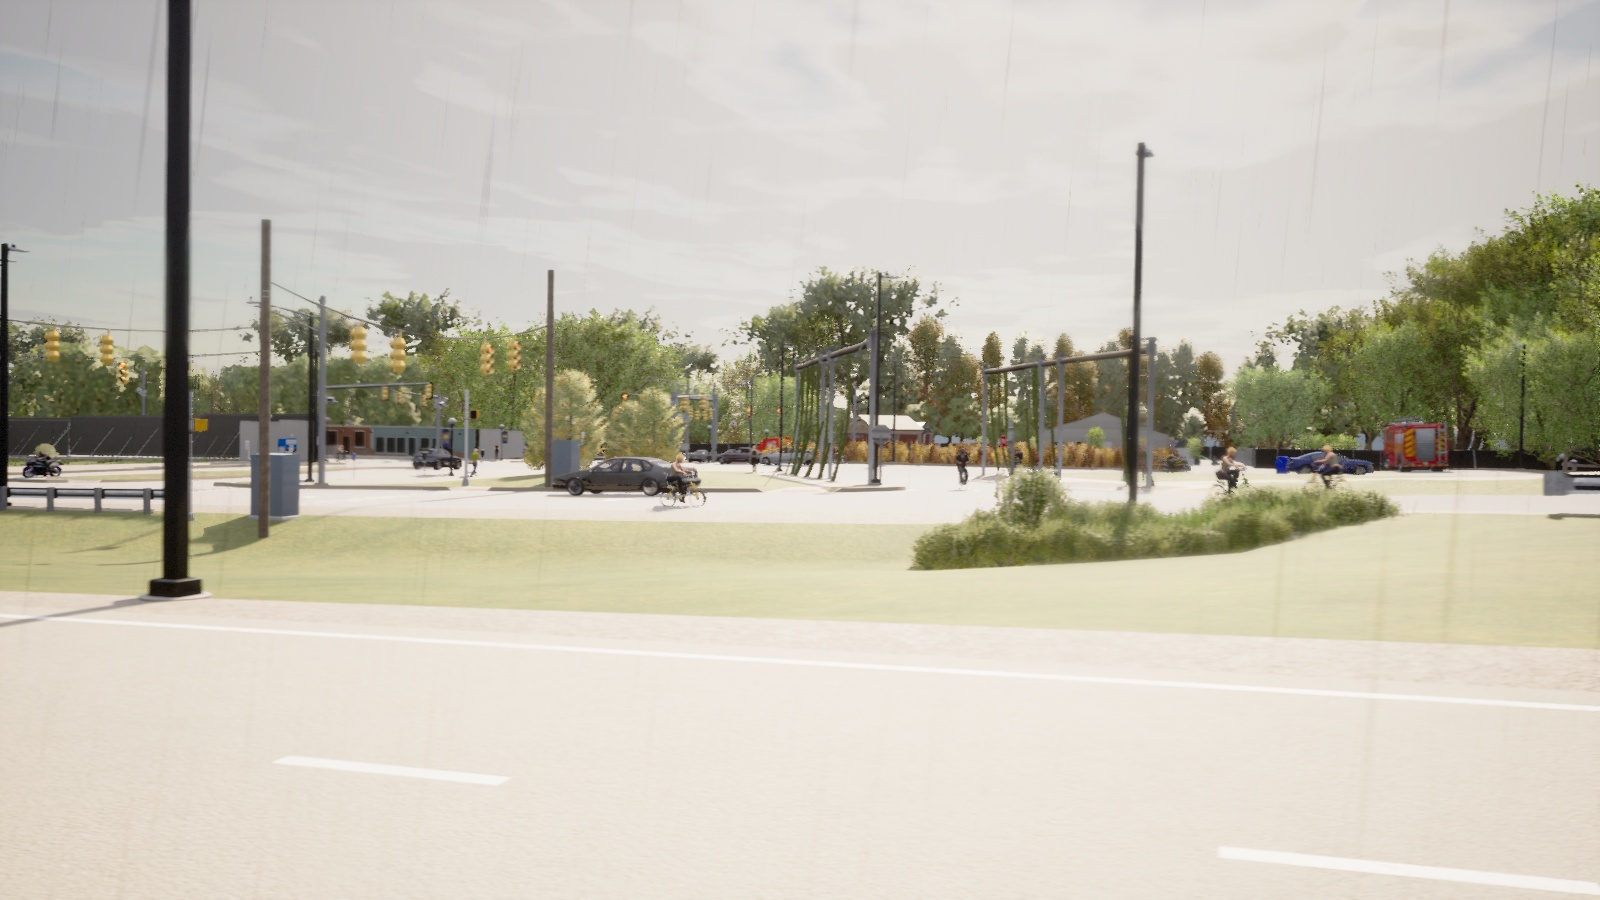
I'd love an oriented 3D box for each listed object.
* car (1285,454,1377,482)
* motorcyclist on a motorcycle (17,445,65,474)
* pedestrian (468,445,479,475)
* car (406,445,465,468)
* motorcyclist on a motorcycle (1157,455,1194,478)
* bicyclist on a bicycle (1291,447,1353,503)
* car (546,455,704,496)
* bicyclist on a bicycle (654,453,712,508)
[{"bbox_3d":[32.732,1.094,77.558,5.008,1.535,1.882,1,1,15],"label":"car"},{"bbox_3d":[-42.028,0.505,69.554,0.866,1.530,2.191,1,1,24],"label":"motorcyclist on a motorcycle"},{"bbox_3d":[-20.094,0.590,77.328,0.354,1.836,0.706,2,1,15],"label":"pedestrian"},{"bbox_3d":[-27.287,0.465,94.259,2.033,1.649,4.856,1,0,14],"label":"car"},{"bbox_3d":[25.207,1.111,84.377,2.191,1.530,0.866,-1,-2,38],"label":"motorcyclist on a motorcycle"},{"bbox_3d":[16.041,0.779,38.625,1.509,1.612,0.866,-5,-8,45],"label":"bicyclist on a bicycle"},{"bbox_3d":[-6.370,0.897,45.815,5.357,1.411,2.033,0,1,18],"label":"car"},{"bbox_3d":[-3.493,0.889,37.526,1.509,1.612,0.866,0,1,18],"label":"bicyclist on a bicycle"}]
